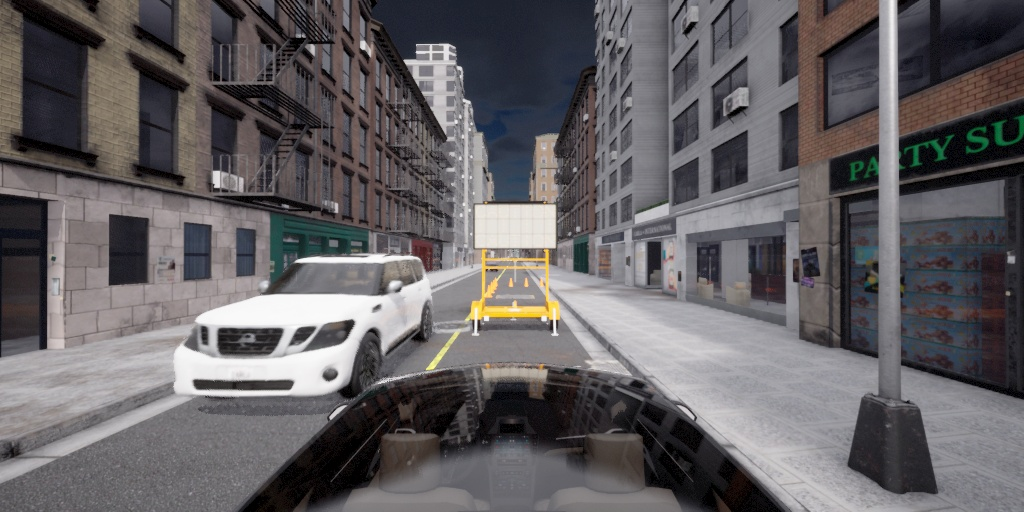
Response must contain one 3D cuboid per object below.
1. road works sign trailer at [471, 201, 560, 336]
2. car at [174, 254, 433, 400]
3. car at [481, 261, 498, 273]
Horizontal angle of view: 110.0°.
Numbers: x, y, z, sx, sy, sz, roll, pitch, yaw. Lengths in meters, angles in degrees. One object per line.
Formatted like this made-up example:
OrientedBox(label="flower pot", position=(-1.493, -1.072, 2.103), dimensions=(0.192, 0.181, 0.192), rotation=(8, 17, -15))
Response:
OrientedBox(label="road works sign trailer", position=(0.098, 0.214, 10.428), dimensions=(2.380, 3.560, 2.880), rotation=(0, 0, 1))
OrientedBox(label="car", position=(-3.043, 0.971, 6.816), dimensions=(2.150, 2.045, 5.566), rotation=(0, 0, 1))
OrientedBox(label="car", position=(-2.604, 1.284, 43.464), dimensions=(2.033, 1.411, 5.357), rotation=(0, 0, 1))
